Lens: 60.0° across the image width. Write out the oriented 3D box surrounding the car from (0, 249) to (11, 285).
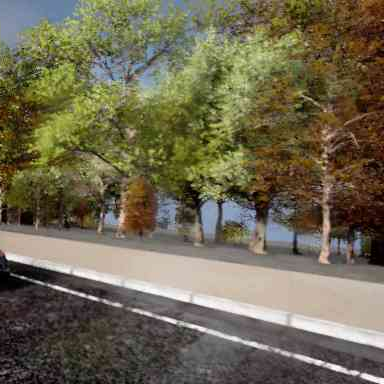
[{"bbox_3d":[-6.340,1.570,8.210,4.181,1.385,1.994,0,0,36],"label":"car"}]
